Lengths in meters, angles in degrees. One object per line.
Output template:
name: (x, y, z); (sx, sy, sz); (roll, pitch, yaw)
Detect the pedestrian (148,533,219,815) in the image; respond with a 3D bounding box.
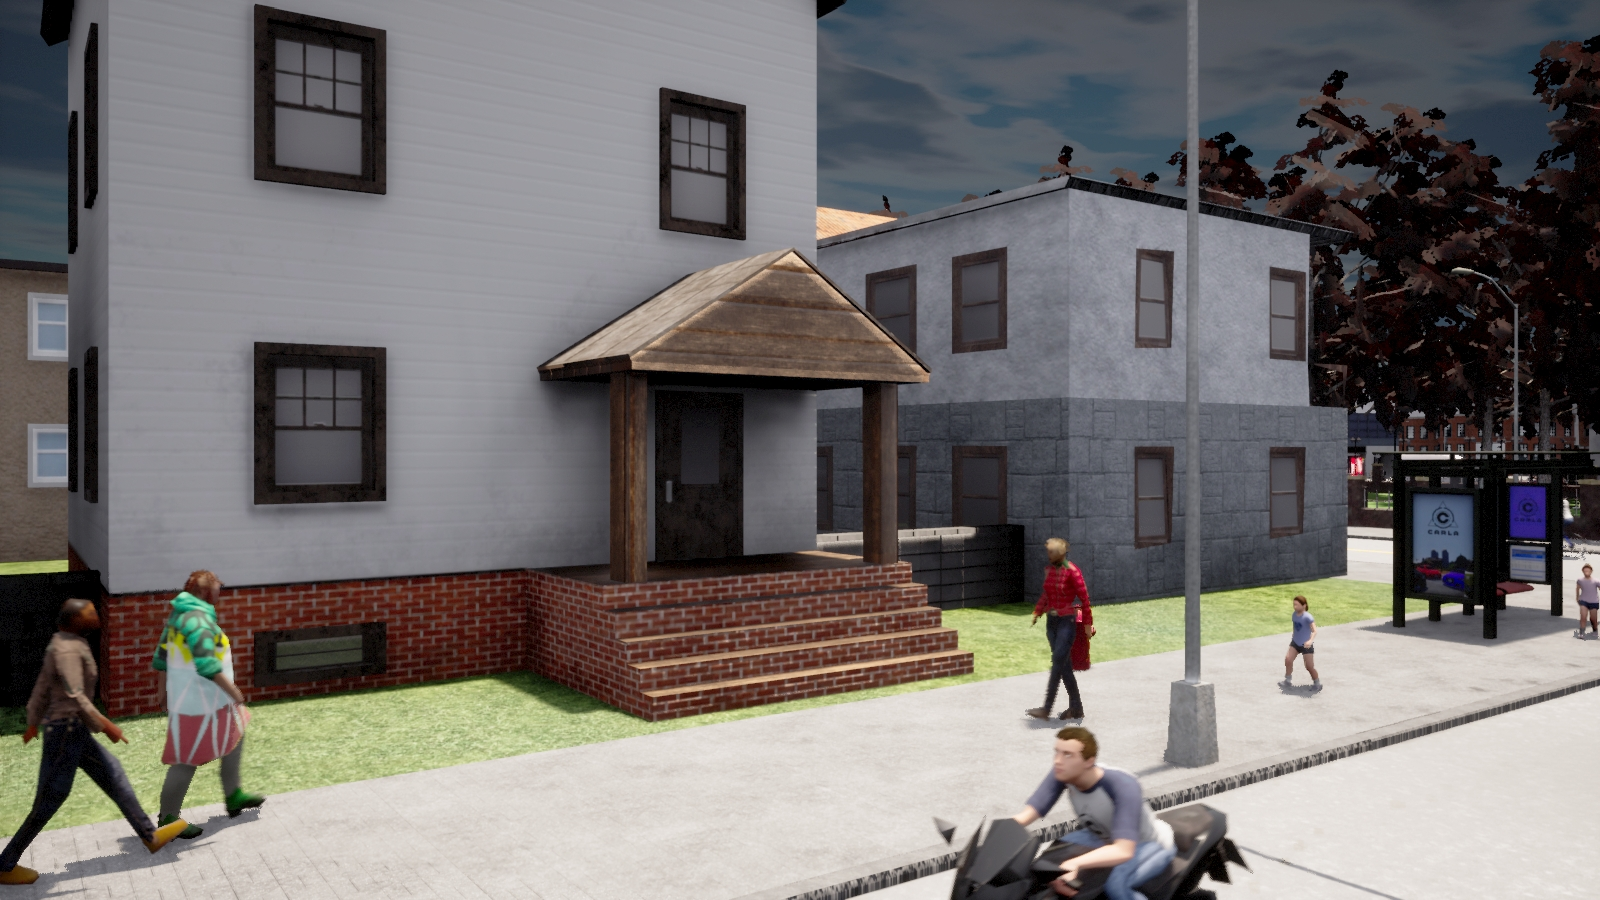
pedestrian: (-4.289, 1.524, 7.951); (0.375, 1.860, 0.375); (0, 0, -38)

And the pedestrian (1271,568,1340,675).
pedestrian: (5.637, 1.897, 12.748); (0.500, 1.100, 0.500); (0, 0, -28)

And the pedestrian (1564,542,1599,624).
pedestrian: (11.285, 1.896, 16.352); (0.500, 1.100, 0.500); (0, 0, 43)

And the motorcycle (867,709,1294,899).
motorcycle: (1.363, 1.993, 5.353); (2.033, 1.145, 0.803); (0, 0, -35)

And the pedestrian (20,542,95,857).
pedestrian: (-4.639, 1.525, 7.148); (0.375, 1.860, 0.375); (0, 0, -30)

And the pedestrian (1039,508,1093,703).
pedestrian: (2.635, 1.523, 11.329); (0.375, 1.860, 0.375); (0, 0, -27)
